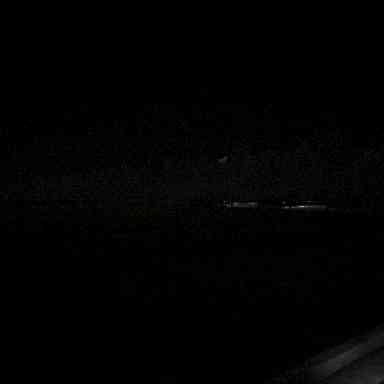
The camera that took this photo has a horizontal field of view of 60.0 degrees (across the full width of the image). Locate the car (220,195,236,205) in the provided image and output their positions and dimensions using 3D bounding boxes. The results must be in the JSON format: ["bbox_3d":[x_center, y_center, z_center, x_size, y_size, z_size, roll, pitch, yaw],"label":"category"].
[{"bbox_3d":[4.670,1.498,56.958,1.837,1.490,4.892,0,0,-36],"label":"car"}]

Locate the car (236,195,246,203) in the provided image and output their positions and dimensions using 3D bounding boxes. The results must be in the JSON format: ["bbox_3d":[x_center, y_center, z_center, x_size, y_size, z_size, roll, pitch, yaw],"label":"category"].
[{"bbox_3d":[9.103,1.421,68.808,2.128,1.511,4.902,0,0,-36],"label":"car"}]

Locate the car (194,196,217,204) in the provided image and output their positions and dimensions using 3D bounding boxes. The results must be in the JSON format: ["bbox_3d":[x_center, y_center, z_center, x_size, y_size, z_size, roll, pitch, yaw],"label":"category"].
[{"bbox_3d":[2.603,1.510,65.839,1.882,1.535,5.008,0,0,-36],"label":"car"}]

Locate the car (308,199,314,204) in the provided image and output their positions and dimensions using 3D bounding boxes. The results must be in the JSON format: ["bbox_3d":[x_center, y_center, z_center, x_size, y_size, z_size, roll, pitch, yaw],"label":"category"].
[{"bbox_3d":[18.263,1.495,56.165,1.837,1.490,4.892,0,0,-36],"label":"car"}]

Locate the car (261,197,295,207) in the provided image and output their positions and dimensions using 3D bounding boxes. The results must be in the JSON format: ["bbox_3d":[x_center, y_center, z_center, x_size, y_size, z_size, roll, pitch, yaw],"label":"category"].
[{"bbox_3d":[12.963,1.497,51.505,1.837,1.490,4.892,0,0,-36],"label":"car"}]

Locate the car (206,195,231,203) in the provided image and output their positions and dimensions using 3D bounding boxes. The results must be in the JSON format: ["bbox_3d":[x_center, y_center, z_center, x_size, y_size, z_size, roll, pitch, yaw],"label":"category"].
[{"bbox_3d":[5.429,1.448,67.904,2.033,1.411,5.357,0,0,-36],"label":"car"}]

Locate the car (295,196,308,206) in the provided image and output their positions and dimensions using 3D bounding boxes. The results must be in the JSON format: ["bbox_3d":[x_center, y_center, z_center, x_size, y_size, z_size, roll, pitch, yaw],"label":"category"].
[{"bbox_3d":[15.470,1.538,54.022,2.033,1.411,5.357,0,0,-36],"label":"car"}]

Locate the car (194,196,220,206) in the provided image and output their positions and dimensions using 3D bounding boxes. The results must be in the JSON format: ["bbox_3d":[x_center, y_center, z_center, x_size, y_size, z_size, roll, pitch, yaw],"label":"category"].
[{"bbox_3d":[2.135,1.556,54.491,1.994,1.385,4.181,0,0,-36],"label":"car"}]
